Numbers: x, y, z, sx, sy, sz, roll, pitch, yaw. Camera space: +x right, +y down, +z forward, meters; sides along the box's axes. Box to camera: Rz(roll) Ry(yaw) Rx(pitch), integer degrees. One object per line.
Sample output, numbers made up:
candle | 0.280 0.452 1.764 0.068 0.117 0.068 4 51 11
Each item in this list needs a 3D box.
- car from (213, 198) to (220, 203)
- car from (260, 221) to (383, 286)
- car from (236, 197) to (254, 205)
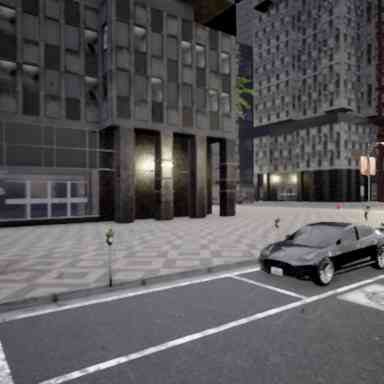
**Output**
car | 3.901 1.824 65.806 1.837 1.490 4.892 -1 -1 -35
car | 3.811 1.518 9.261 4.313 1.339 1.947 0 0 -36
car | 9.613 1.708 63.209 1.837 1.490 4.892 -1 0 -34
